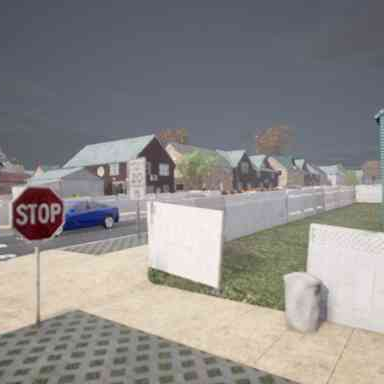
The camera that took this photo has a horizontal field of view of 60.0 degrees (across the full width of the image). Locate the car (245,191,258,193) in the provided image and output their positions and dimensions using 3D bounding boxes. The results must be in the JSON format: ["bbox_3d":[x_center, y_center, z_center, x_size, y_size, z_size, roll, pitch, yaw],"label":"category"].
[{"bbox_3d":[5.626,0.658,32.919,1.882,1.535,5.008,-1,1,35],"label":"car"}]

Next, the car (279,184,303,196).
[{"bbox_3d":[12.694,0.074,42.890,2.150,2.045,5.566,-1,1,36],"label":"car"}]

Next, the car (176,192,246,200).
[{"bbox_3d":[1.297,0.978,21.722,2.033,1.411,5.357,-1,1,35],"label":"car"}]

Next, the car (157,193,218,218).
[{"bbox_3d":[-0.191,0.929,24.658,1.882,1.535,5.008,-1,1,35],"label":"car"}]

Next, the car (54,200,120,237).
[{"bbox_3d":[-5.863,1.195,16.525,1.882,1.535,5.008,-2,1,34],"label":"car"}]
